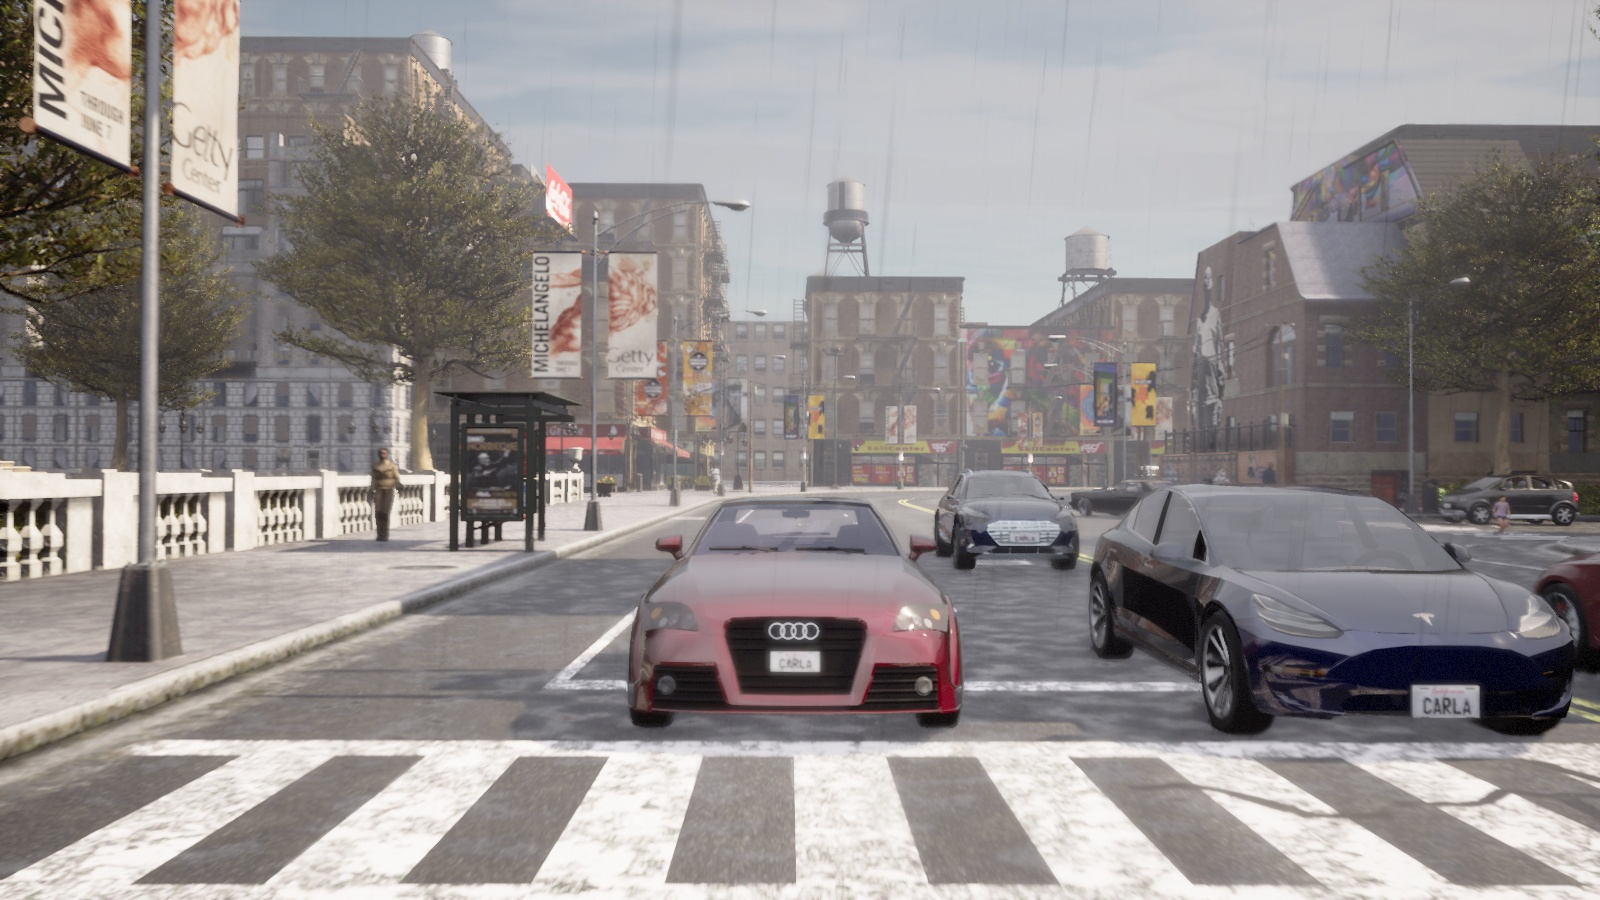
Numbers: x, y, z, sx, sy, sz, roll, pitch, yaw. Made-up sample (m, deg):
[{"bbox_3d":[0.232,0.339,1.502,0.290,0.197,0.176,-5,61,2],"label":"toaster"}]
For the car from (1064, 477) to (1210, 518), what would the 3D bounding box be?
[{"bbox_3d":[11.543,1.594,43.286,1.895,1.301,4.718,0,-1,-36],"label":"car"}]

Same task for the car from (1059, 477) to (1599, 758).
[{"bbox_3d":[3.479,0.954,9.184,2.163,1.488,4.792,0,-1,0],"label":"car"}]

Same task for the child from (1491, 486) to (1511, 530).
[{"bbox_3d":[17.763,1.458,31.821,0.255,1.110,0.394,0,-1,1],"label":"child"}]

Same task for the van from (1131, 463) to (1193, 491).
[{"bbox_3d":[27.241,2.011,94.502,4.480,2.038,2.069,0,-1,-35],"label":"van"}]

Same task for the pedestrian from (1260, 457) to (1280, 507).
[{"bbox_3d":[17.654,1.191,47.180,0.402,1.842,0.726,0,-1,-10],"label":"pedestrian"}]

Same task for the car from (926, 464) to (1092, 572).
[{"bbox_3d":[3.448,1.096,21.684,2.033,1.649,4.856,0,-1,0],"label":"car"}]

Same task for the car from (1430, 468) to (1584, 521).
[{"bbox_3d":[21.660,1.351,38.576,3.705,1.549,1.789,0,-1,0],"label":"car"}]

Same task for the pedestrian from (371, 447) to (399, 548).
[{"bbox_3d":[-8.018,0.910,24.256,0.396,1.930,0.692,0,-1,-8],"label":"pedestrian"}]

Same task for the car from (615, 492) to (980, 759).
[{"bbox_3d":[-0.021,1.029,8.975,1.994,1.385,4.181,0,-1,0],"label":"car"}]

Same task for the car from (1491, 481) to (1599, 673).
[{"bbox_3d":[6.979,0.958,8.673,1.812,1.442,4.674,0,-1,0],"label":"car"}]

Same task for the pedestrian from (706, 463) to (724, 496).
[{"bbox_3d":[-4.879,1.699,72.148,0.874,1.855,0.900,0,-1,7],"label":"pedestrian"}]
